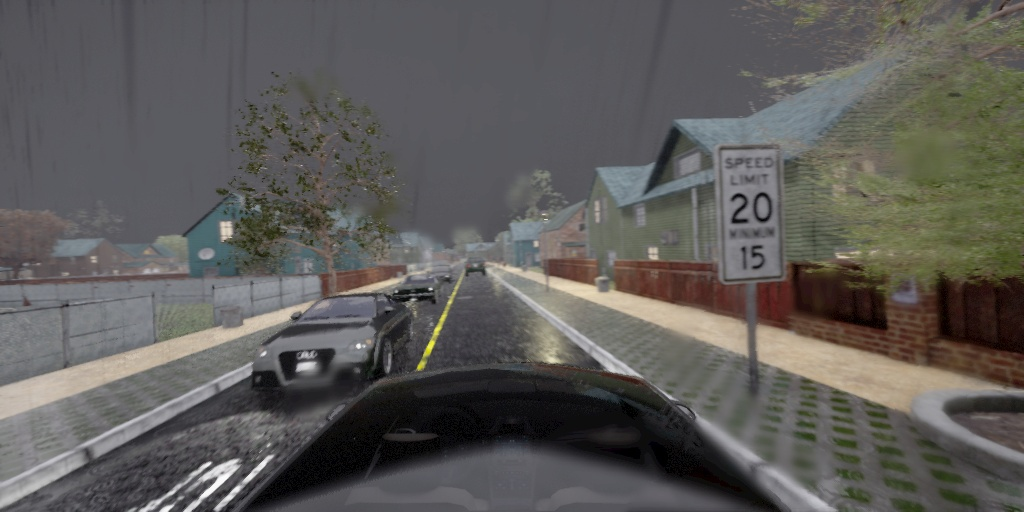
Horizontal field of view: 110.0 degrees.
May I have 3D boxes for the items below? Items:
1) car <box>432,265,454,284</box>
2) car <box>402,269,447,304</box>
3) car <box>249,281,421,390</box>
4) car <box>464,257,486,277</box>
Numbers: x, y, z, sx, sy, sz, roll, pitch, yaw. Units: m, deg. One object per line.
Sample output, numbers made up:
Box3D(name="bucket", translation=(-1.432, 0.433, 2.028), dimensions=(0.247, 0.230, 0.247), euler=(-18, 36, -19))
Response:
Box3D(name="car", translation=(-5.849, 1.510, 29.672), dimensions=(1.837, 1.490, 4.892), euler=(-3, 0, -6))
Box3D(name="car", translation=(-4.448, 1.557, 17.443), dimensions=(1.895, 1.301, 4.718), euler=(-3, 0, -7))
Box3D(name="car", translation=(-3.280, 1.478, 7.345), dimensions=(1.994, 1.385, 4.181), euler=(-3, 0, -6))
Box3D(name="car", translation=(-4.023, 1.107, 39.242), dimensions=(2.150, 2.045, 5.566), euler=(-3, 0, -7))
